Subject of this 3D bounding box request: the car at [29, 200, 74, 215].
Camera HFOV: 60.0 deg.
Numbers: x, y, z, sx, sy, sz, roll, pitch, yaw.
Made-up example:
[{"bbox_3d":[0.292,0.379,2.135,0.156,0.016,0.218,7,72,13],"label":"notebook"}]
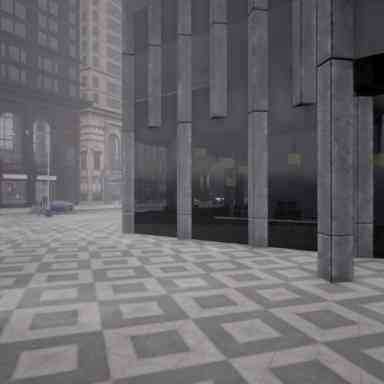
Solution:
[{"bbox_3d":[-14.889,1.592,35.560,1.812,1.442,4.674,0,0,35],"label":"car"}]
